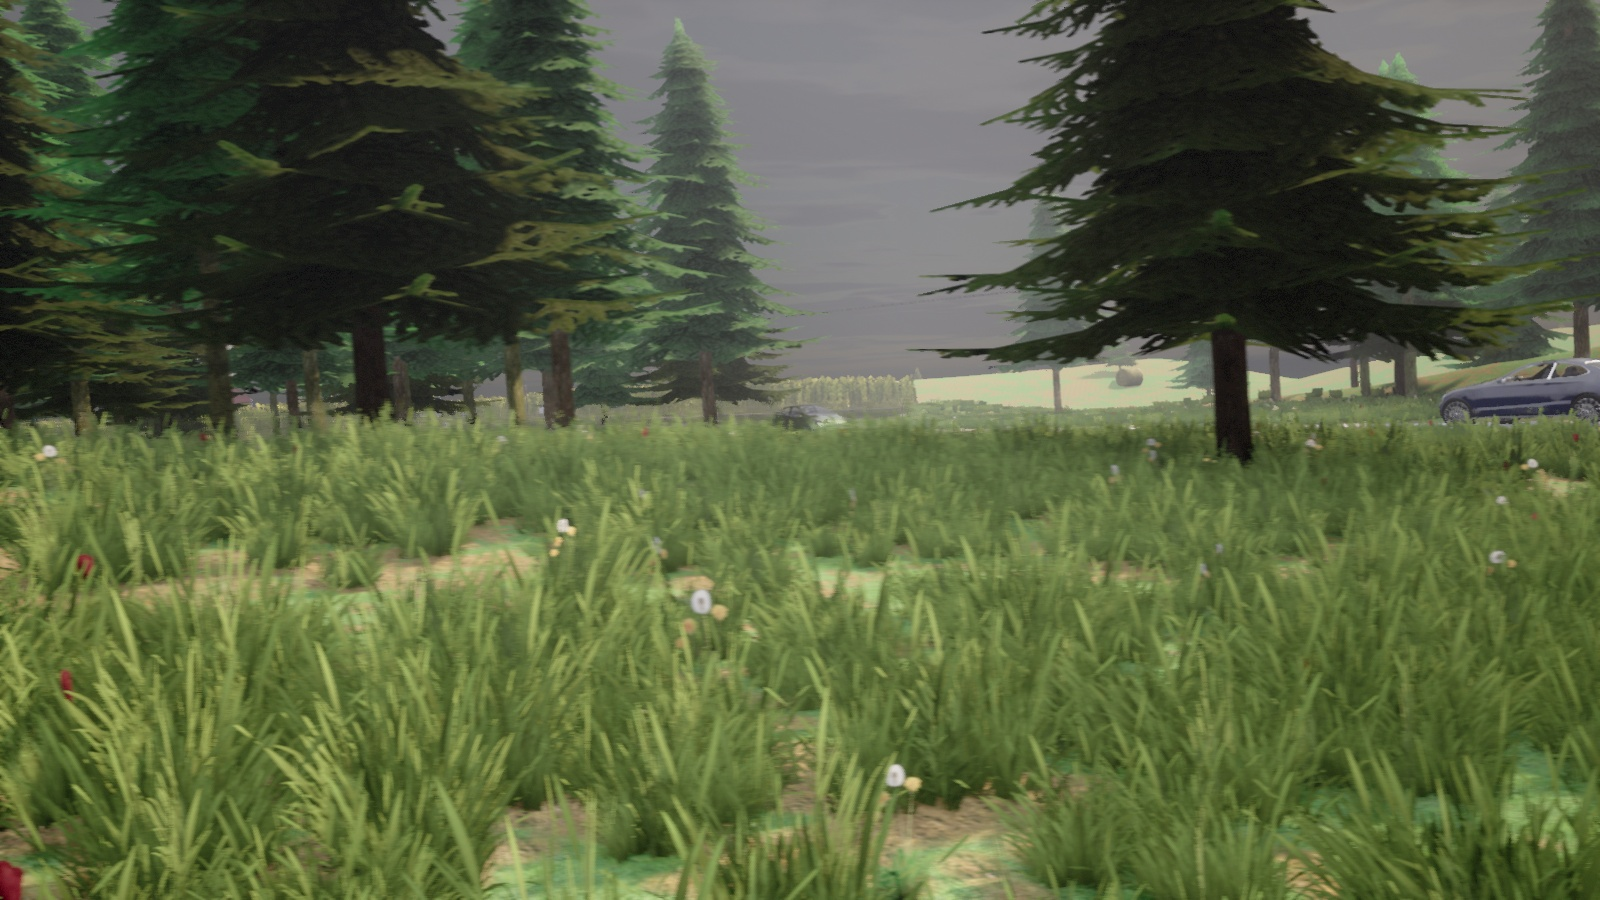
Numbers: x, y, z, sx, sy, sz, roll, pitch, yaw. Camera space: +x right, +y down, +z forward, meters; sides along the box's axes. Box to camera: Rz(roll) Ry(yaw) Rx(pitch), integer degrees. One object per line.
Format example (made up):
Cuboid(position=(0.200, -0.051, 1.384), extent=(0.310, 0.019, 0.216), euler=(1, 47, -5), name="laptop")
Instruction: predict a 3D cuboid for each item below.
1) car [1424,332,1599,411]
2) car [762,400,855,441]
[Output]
Cuboid(position=(18.267, -1.931, 30.688), extent=(2.152, 1.651, 5.027), euler=(-6, 3, -27), name="car")
Cuboid(position=(0.330, -1.302, 55.875), extent=(2.007, 1.525, 4.514), euler=(-7, 3, -29), name="car")
